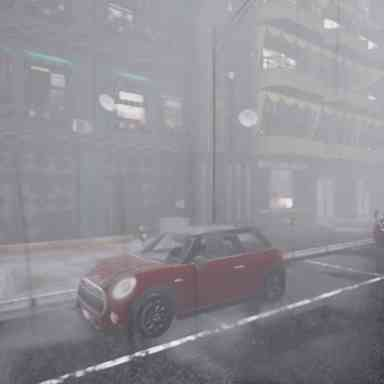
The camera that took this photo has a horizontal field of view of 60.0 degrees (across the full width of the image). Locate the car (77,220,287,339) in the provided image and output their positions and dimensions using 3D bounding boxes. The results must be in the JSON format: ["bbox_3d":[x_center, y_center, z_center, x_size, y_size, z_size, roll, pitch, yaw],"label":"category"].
[{"bbox_3d":[-0.072,1.426,6.500,4.097,1.590,1.967,0,1,-35],"label":"car"}]

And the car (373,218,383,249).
[{"bbox_3d":[9.193,1.258,13.106,5.009,1.841,2.192,0,0,-35],"label":"car"}]
